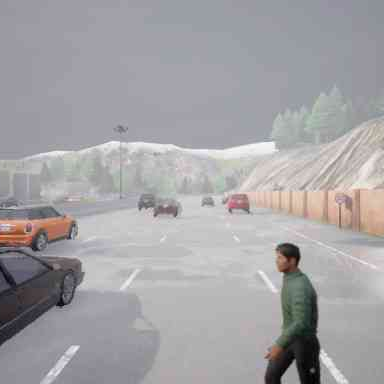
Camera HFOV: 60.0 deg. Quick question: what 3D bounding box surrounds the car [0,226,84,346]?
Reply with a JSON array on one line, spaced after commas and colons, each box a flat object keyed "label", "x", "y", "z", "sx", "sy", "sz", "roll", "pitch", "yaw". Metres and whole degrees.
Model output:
[{"label": "car", "x": -3.393, "y": 1.547, "z": 4.959, "sx": 2.033, "sy": 1.411, "sz": 5.357, "roll": 0, "pitch": 0, "yaw": 2}]

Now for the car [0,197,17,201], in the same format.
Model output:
[{"label": "car", "x": -26.060, "y": 1.507, "z": 46.466, "sx": 1.837, "sy": 1.490, "sz": 4.892, "roll": 0, "pitch": -1, "yaw": 3}]

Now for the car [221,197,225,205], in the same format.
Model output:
[{"label": "car", "x": 6.338, "y": 1.600, "z": 59.994, "sx": 1.895, "sy": 1.301, "sz": 4.718, "roll": 0, "pitch": 0, "yaw": 2}]

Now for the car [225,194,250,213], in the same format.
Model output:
[{"label": "car", "x": 5.131, "y": 1.220, "z": 37.085, "sx": 2.150, "sy": 2.045, "sz": 5.566, "roll": 0, "pitch": 0, "yaw": 4}]

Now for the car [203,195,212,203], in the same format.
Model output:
[{"label": "car", "x": 3.200, "y": 1.478, "z": 69.624, "sx": 1.882, "sy": 1.535, "sz": 5.008, "roll": 0, "pitch": 0, "yaw": 2}]

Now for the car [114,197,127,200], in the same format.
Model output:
[{"label": "car", "x": -14.491, "y": 1.580, "z": 67.540, "sx": 1.895, "sy": 1.301, "sz": 4.718, "roll": 0, "pitch": 0, "yaw": 2}]

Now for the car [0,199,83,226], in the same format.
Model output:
[{"label": "car", "x": -6.572, "y": 1.351, "z": 14.030, "sx": 2.097, "sy": 1.767, "sz": 4.553, "roll": 0, "pitch": 0, "yaw": 2}]

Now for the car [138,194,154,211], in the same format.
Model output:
[{"label": "car", "x": -5.130, "y": 1.219, "z": 41.235, "sx": 2.150, "sy": 2.045, "sz": 5.566, "roll": 0, "pitch": 0, "yaw": 4}]

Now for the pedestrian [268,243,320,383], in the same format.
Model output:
[{"label": "pedestrian", "x": 0.939, "y": 1.294, "z": 2.999, "sx": 0.375, "sy": 1.860, "sz": 0.375, "roll": 0, "pitch": 0, "yaw": 1}]

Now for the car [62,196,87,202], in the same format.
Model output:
[{"label": "car", "x": -18.626, "y": 1.477, "z": 53.851, "sx": 1.882, "sy": 1.535, "sz": 5.008, "roll": 0, "pitch": 0, "yaw": 3}]

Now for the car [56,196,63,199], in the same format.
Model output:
[{"label": "car", "x": -21.997, "y": 1.503, "z": 56.399, "sx": 1.837, "sy": 1.490, "sz": 4.892, "roll": 0, "pitch": 0, "yaw": 3}]

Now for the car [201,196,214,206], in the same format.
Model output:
[{"label": "car", "x": 2.540, "y": 1.491, "z": 53.255, "sx": 2.128, "sy": 1.511, "sz": 4.902, "roll": 0, "pitch": 0, "yaw": 3}]

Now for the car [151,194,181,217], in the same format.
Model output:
[{"label": "car", "x": -2.210, "y": 1.351, "z": 31.539, "sx": 2.097, "sy": 1.767, "sz": 4.553, "roll": 0, "pitch": 0, "yaw": 3}]
